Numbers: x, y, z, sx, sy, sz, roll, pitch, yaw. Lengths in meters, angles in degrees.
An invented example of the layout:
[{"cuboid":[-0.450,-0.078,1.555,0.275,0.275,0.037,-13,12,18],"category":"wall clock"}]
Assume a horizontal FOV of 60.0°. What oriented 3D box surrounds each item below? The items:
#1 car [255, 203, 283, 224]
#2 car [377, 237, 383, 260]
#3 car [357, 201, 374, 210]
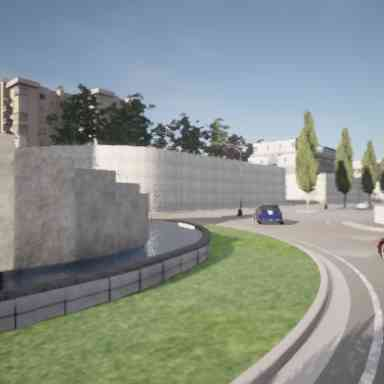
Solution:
[{"cuboid":[6.620,1.767,28.824,2.097,1.767,4.553,0,-1,8],"category":"car"},{"cuboid":[7.796,1.678,10.084,1.812,1.442,4.674,0,-1,-7],"category":"car"},{"cuboid":[30.210,2.373,58.023,1.812,1.442,4.674,-1,-1,42],"category":"car"}]
